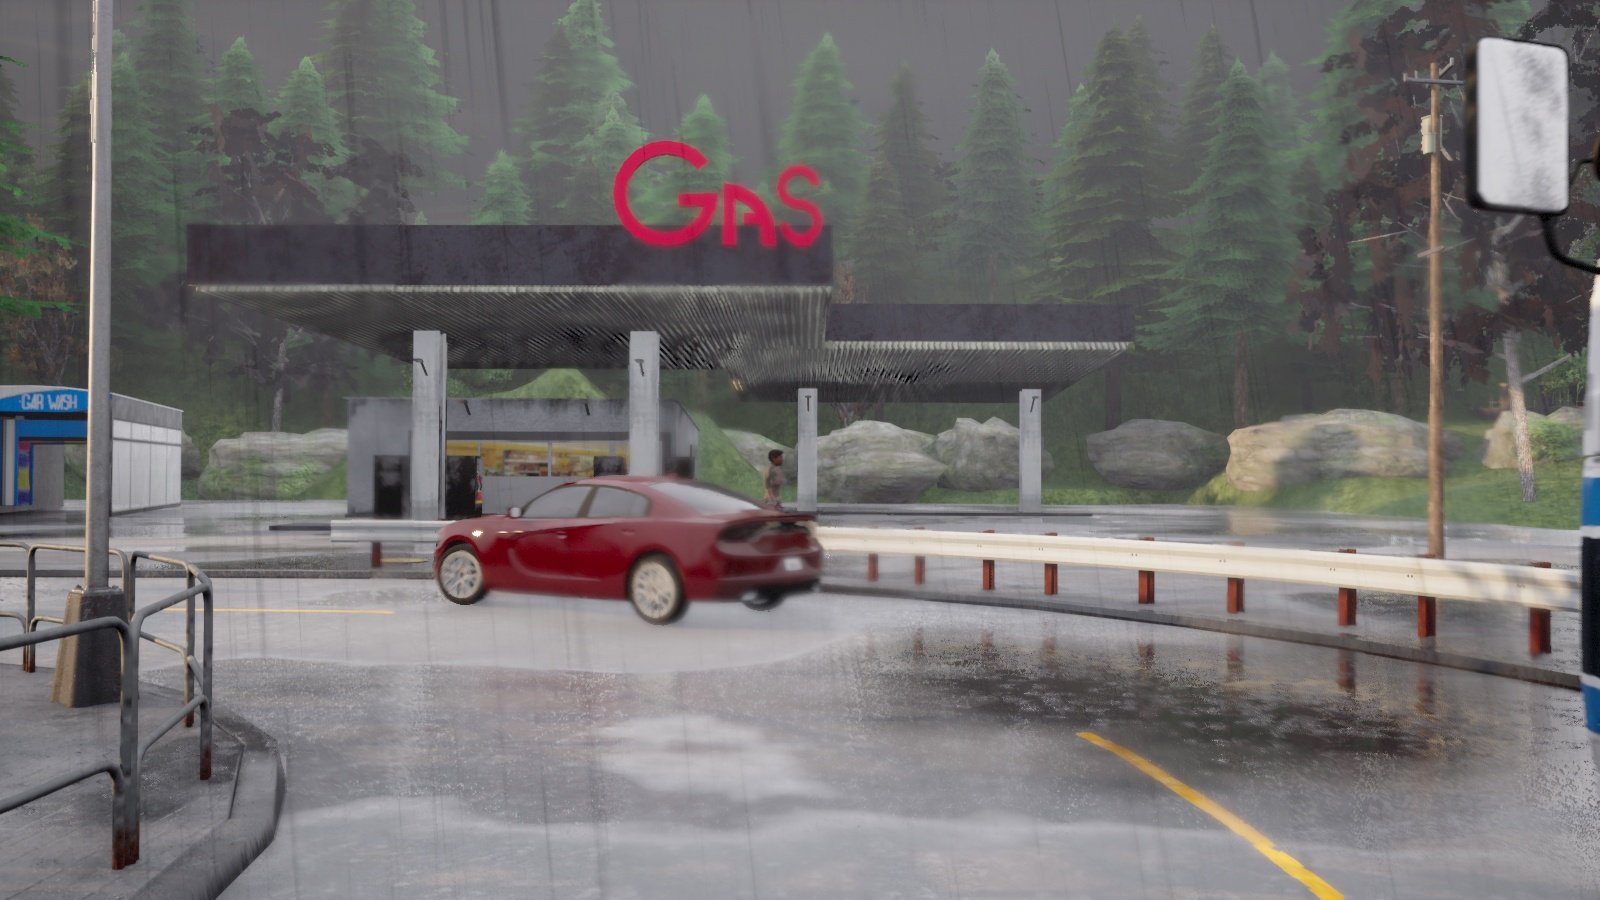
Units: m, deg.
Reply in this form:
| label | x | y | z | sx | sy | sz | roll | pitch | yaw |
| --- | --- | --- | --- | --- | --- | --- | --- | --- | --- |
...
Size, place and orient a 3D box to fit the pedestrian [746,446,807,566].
| label | x | y | z | sx | sy | sz | roll | pitch | yaw |
| --- | --- | --- | --- | --- | --- | --- | --- | --- | --- |
| pedestrian | -0.359 | 0.846 | 19.110 | 0.869 | 1.805 | 0.328 | -1 | -1 | 20 |

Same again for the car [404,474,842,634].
| label | x | y | z | sx | sy | sz | roll | pitch | yaw |
| --- | --- | --- | --- | --- | --- | --- | --- | --- | --- |
| car | -2.128 | 1.042 | 14.250 | 5.008 | 1.535 | 1.882 | -1 | -1 | 36 |
